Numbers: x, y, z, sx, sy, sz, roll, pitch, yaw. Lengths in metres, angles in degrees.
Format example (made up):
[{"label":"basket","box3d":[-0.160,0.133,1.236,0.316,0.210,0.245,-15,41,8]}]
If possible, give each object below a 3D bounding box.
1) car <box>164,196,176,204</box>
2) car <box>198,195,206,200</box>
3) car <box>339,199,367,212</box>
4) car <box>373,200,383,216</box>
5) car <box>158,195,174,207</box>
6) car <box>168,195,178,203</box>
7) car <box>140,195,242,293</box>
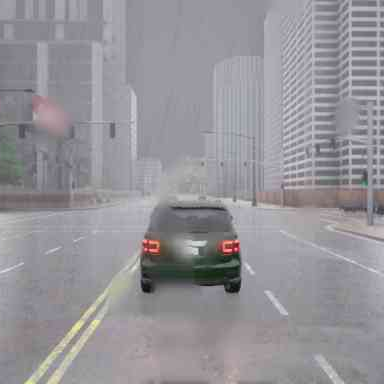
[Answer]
[{"label":"car","box3d":[-4.088,1.546,62.626,2.033,1.411,5.357,0,0,0]},{"label":"car","box3d":[2.731,1.498,90.601,1.837,1.490,4.892,0,0,0]},{"label":"car","box3d":[19.463,1.546,37.359,5.357,1.411,2.033,0,0,-1]},{"label":"car","box3d":[19.249,1.477,30.192,5.008,1.535,1.882,0,0,0]},{"label":"car","box3d":[-4.030,1.351,52.249,2.097,1.767,4.553,0,0,0]},{"label":"car","box3d":[-4.117,1.498,72.995,1.837,1.490,4.892,0,0,0]},{"label":"car","box3d":[-0.021,1.221,8.991,2.150,2.045,5.566,0,0,0]}]
